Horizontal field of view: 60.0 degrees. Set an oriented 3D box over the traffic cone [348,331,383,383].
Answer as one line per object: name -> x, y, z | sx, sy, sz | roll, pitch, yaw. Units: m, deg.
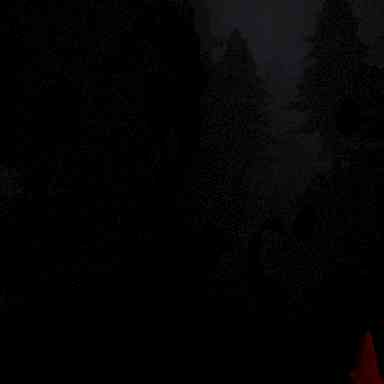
traffic cone -> 2.100, 1.963, 3.963 | 0.340, 0.580, 0.340 | 0, 0, 3
